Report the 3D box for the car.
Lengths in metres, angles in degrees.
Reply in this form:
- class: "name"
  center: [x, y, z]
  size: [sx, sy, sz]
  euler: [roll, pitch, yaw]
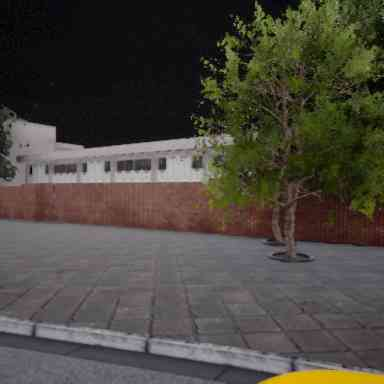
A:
- class: "car"
  center: [2.298, 1.477, 0.923]
  size: [5.008, 1.535, 1.882]
  euler: [0, 0, 24]
